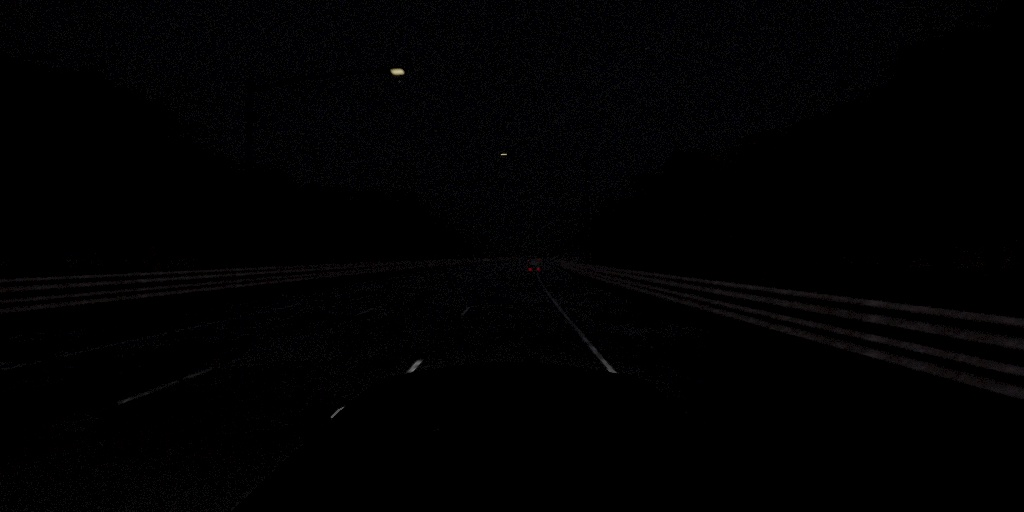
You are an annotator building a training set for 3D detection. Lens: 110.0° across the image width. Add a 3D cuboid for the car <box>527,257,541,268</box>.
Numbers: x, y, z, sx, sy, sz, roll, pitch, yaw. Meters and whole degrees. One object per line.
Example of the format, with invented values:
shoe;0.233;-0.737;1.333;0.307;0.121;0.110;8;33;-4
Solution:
car;3.751;1.275;59.494;1.812;1.442;4.674;0;0;5
